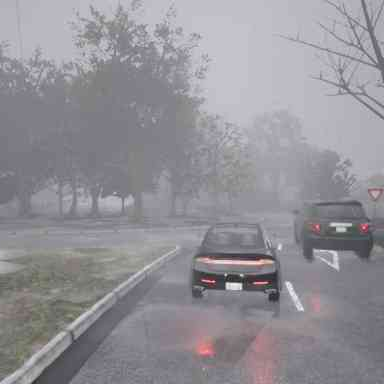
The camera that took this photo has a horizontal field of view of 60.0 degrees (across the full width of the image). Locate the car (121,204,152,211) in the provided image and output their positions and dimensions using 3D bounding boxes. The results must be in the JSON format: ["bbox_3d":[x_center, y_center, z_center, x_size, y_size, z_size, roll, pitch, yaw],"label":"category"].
[{"bbox_3d":[-9.915,2.711,59.532,5.357,1.411,2.033,0,-1,0],"label":"car"}]

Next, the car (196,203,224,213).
[{"bbox_3d":[2.760,2.503,51.718,4.674,1.442,1.812,-1,-2,42],"label":"car"}]

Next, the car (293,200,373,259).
[{"bbox_3d":[5.337,1.307,13.145,2.150,2.045,5.566,0,-1,13],"label":"car"}]

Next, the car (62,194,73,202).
[{"bbox_3d":[-32.660,1.889,85.412,1.946,1.575,5.366,0,2,-12],"label":"car"}]

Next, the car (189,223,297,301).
[{"bbox_3d":[1.118,1.531,8.469,2.128,1.511,4.902,0,-1,8],"label":"car"}]
